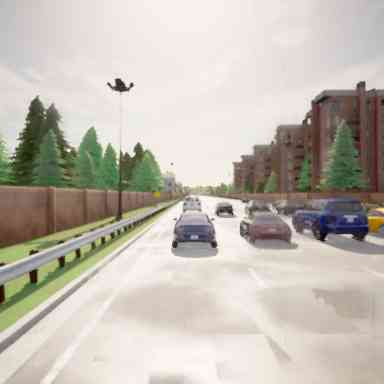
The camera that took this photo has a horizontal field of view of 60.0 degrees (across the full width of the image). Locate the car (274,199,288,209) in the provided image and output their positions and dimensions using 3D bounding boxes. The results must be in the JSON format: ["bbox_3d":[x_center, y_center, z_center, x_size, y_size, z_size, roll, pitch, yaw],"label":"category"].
[{"bbox_3d":[10.501,1.623,36.085,2.097,1.767,4.553,0,-1,0],"label":"car"}]

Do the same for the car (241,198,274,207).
[{"bbox_3d":[7.001,1.624,36.158,2.097,1.767,4.553,0,-1,0],"label":"car"}]

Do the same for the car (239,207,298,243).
[{"bbox_3d":[3.598,1.693,16.915,1.994,1.385,4.181,0,0,0],"label":"car"}]

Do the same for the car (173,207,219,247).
[{"bbox_3d":[0.099,1.643,15.497,1.812,1.442,4.674,0,0,0],"label":"car"}]

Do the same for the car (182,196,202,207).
[{"bbox_3d":[0.007,1.520,39.251,2.150,2.045,5.566,0,0,0],"label":"car"}]

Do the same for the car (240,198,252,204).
[{"bbox_3d":[13.639,2.178,84.589,2.033,1.411,5.357,0,0,0],"label":"car"}]

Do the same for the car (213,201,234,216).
[{"bbox_3d":[3.502,1.786,36.917,1.837,1.490,4.892,0,0,0],"label":"car"}]

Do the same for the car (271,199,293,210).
[{"bbox_3d":[13.835,1.880,51.464,2.128,1.511,4.902,0,0,0],"label":"car"}]

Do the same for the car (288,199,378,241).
[{"bbox_3d":[7.097,1.356,17.577,2.150,2.045,5.566,0,0,0],"label":"car"}]

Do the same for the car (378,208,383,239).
[{"bbox_3d":[10.597,1.615,18.237,1.882,1.535,5.008,0,0,0],"label":"car"}]
